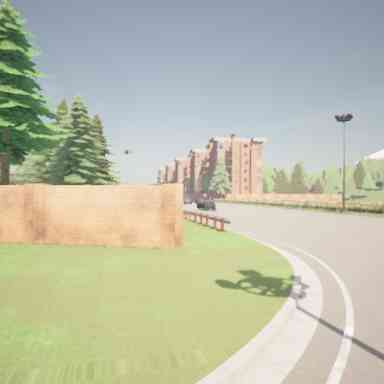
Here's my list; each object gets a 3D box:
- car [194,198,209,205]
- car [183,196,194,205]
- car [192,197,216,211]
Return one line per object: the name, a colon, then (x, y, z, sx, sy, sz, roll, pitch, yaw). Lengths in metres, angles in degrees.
car: (2.200, 2.094, 75.755, 2.033, 1.411, 5.357, 0, 0, -14)
car: (-1.186, 2.066, 74.866, 2.033, 1.411, 5.357, 0, 0, -14)
car: (1.975, 1.843, 47.527, 2.128, 1.511, 4.902, 0, 0, -14)
